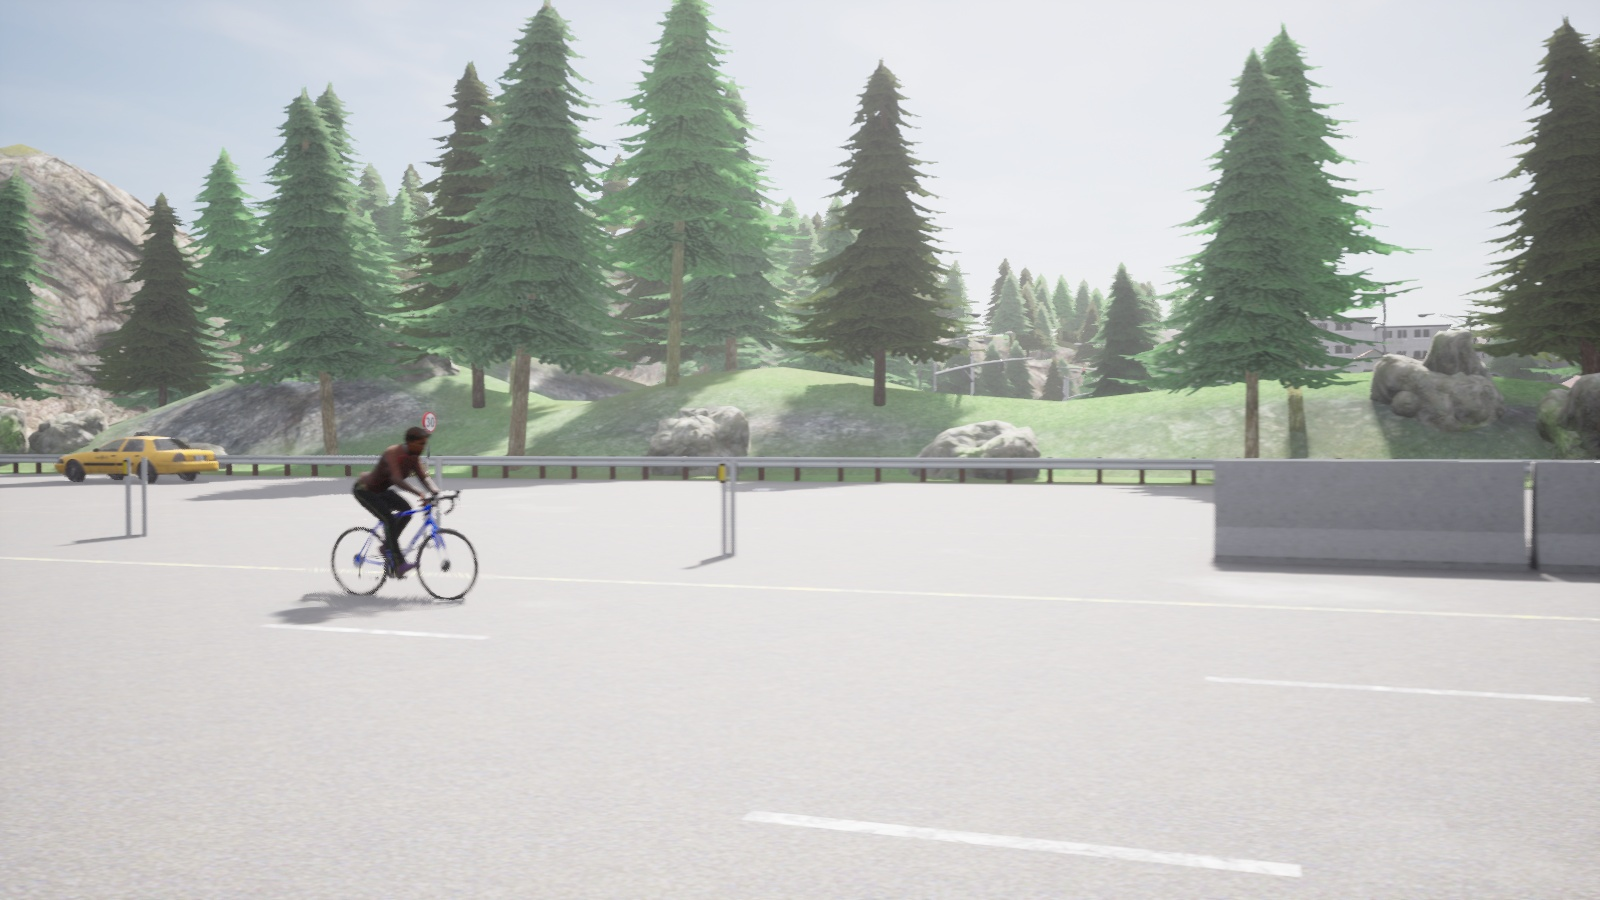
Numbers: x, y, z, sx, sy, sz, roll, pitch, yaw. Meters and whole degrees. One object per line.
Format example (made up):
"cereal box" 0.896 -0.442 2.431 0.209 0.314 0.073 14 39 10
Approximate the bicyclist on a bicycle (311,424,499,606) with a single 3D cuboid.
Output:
"bicyclist on a bicycle" -3.719 0.576 11.829 1.656 1.620 0.582 1 1 19

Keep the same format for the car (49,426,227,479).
"car" -20.978 0.049 39.793 5.366 1.575 1.801 1 1 19
